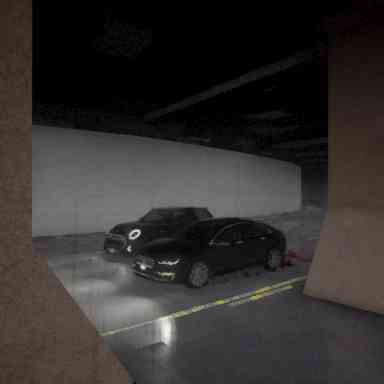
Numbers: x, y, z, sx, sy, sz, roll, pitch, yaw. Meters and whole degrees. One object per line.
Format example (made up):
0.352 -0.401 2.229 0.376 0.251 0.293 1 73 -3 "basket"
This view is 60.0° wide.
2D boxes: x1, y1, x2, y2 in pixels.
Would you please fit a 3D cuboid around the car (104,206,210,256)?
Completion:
-0.950 1.352 12.476 4.553 1.767 2.097 0 0 -41 "car"

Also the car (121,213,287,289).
0.717 1.505 9.304 4.892 1.490 1.837 0 0 -40 "car"

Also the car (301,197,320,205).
21.055 1.601 60.053 1.895 1.301 4.718 0 0 -17 "car"
